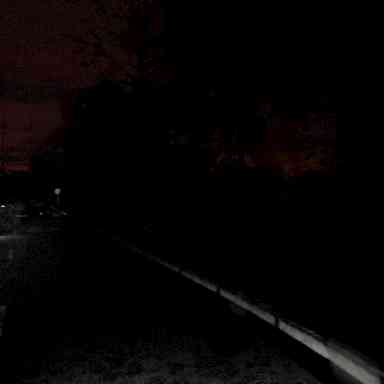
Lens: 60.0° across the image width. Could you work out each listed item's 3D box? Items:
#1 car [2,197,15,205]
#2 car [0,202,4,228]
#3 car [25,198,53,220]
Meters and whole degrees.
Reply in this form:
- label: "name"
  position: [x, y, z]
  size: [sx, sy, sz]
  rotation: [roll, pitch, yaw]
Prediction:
- label: "car"
  position: [-31.437, 1.502, 57.033]
  size: [2.033, 1.411, 5.357]
  rotation: [0, 0, -27]
- label: "car"
  position: [-12.093, 1.540, 19.140]
  size: [1.812, 1.442, 4.674]
  rotation: [0, 0, -27]
- label: "car"
  position: [-13.025, 1.528, 28.497]
  size: [1.812, 1.442, 4.674]
  rotation: [0, 0, -27]
